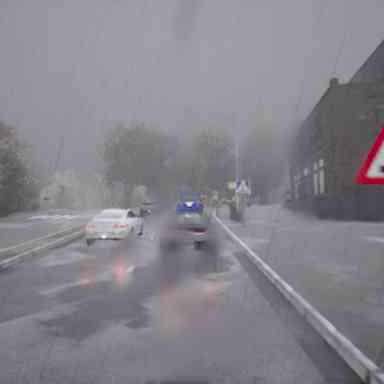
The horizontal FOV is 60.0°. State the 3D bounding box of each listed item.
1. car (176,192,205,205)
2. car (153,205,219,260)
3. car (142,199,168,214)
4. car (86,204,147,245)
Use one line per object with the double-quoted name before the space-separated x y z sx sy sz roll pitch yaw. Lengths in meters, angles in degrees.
"car" -0.087 1.031 27.911 2.150 2.045 5.566 0 1 2
"car" -0.097 1.449 12.329 2.128 1.511 4.902 0 1 -1
"car" -3.227 1.311 28.902 2.128 1.511 4.902 0 0 4
"car" -3.383 1.465 15.063 1.812 1.442 4.674 0 0 0
